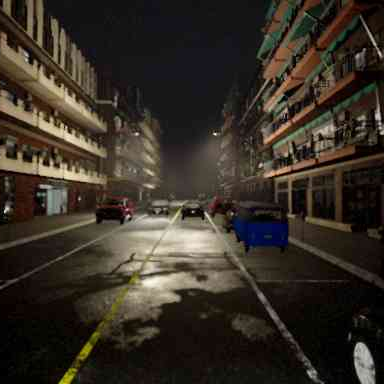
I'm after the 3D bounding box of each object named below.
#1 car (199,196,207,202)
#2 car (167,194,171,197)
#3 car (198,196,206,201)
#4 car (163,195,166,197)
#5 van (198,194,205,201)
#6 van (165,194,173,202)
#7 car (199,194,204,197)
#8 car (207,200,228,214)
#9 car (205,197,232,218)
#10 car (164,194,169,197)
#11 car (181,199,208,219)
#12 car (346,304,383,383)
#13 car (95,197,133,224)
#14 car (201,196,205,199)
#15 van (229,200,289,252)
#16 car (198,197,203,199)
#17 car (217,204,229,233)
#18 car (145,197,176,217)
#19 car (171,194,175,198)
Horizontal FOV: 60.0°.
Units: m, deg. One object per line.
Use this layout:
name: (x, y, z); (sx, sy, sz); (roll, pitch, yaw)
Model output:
car: (2.676, 1.651, 81.592); (1.887, 1.381, 4.507); (1, 0, 0)
car: (-5.701, 1.521, 64.644); (1.967, 1.590, 4.097); (1, 0, 0)
car: (2.677, 1.681, 87.255); (1.947, 1.339, 4.313); (1, 0, 0)
car: (-5.698, 1.590, 53.151); (1.752, 1.417, 4.829); (1, 0, 0)
van: (2.657, 1.466, 92.916); (1.690, 1.788, 3.998); (1, 0, 0)
van: (-5.705, 1.448, 81.628); (1.690, 1.788, 3.998); (1, 0, 0)
car: (2.675, 1.623, 76.101); (1.752, 1.417, 4.829); (1, 0, 0)
car: (2.688, 1.608, 36.298); (1.947, 1.339, 4.313); (1, 0, 0)
car: (2.694, 1.350, 30.636); (2.192, 1.841, 5.009); (1, 0, 0)
car: (-5.700, 1.617, 58.981); (1.887, 1.381, 4.507); (1, 0, 0)
car: (0.090, 1.597, 29.259); (1.994, 1.385, 4.181); (0, 0, 0)
car: (2.701, 1.553, 2.328); (2.008, 1.369, 4.403); (1, 0, 0)
car: (-5.684, 1.343, 25.012); (2.192, 1.841, 5.009); (1, 0, 0)
car: (2.684, 1.607, 47.622); (2.008, 1.369, 4.403); (1, 0, 0)
van: (2.699, 1.355, 13.652); (1.690, 1.788, 3.998); (1, 0, 0)
car: (0.085, 1.653, 44.653); (1.895, 1.301, 4.718); (0, 0, 0)
car: (2.694, 1.603, 19.313); (1.802, 1.307, 4.206); (1, 0, 0)
car: (-3.046, 1.529, 31.942); (2.128, 1.511, 4.902); (0, 0, 0)
car: (-5.703, 1.413, 75.967); (2.192, 1.841, 5.009); (1, 0, 0)
